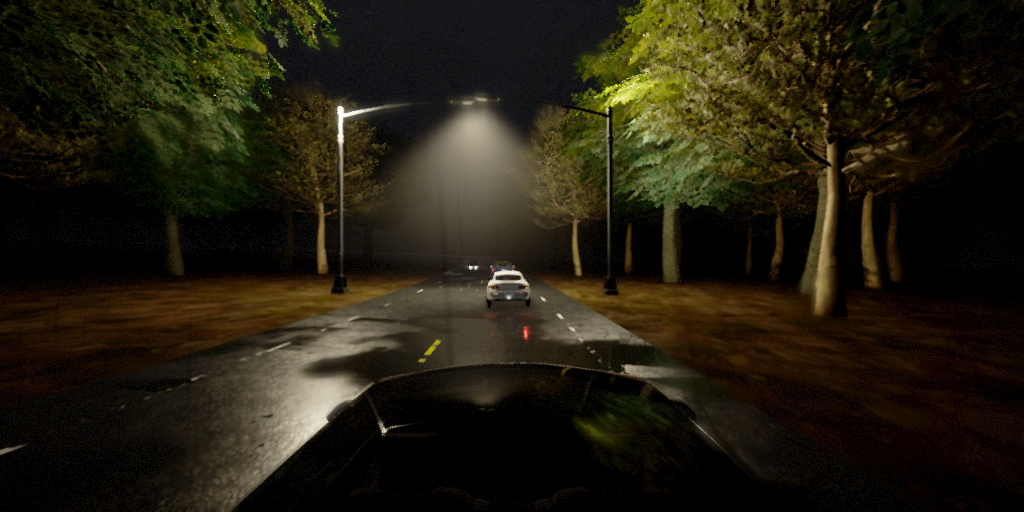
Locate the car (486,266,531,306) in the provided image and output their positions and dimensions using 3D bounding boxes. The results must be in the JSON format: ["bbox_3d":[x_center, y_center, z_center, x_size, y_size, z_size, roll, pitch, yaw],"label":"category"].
[{"bbox_3d":[-0.180,1.384,16.313,1.812,1.442,4.674,0,0,-1],"label":"car"}]

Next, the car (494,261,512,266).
[{"bbox_3d":[-0.798,1.238,31.041,2.097,1.767,4.553,0,0,-3],"label":"car"}]
